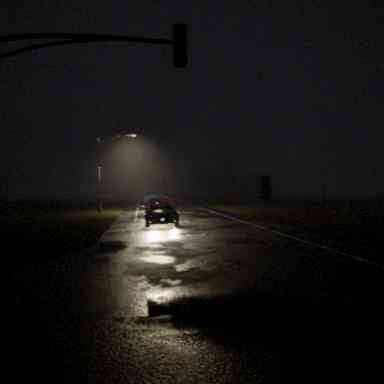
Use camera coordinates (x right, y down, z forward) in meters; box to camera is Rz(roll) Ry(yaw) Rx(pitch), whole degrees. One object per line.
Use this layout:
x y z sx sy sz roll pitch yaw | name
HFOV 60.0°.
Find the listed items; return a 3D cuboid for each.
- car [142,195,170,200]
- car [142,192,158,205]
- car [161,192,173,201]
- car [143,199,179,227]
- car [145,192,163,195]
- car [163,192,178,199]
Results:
-3.303 1.259 29.607 1.812 1.442 4.674 -1 1 -9 | car
-6.172 0.906 48.719 2.097 1.767 4.553 -1 1 -9 | car
-4.830 0.846 62.993 1.837 1.490 4.892 -1 1 -9 | car
-1.992 1.375 21.047 1.994 1.385 4.181 -1 1 -9 | car
-4.709 1.126 38.851 1.882 1.535 5.008 -1 1 -8 | car
-3.367 0.999 53.514 1.994 1.385 4.181 -1 1 -9 | car
